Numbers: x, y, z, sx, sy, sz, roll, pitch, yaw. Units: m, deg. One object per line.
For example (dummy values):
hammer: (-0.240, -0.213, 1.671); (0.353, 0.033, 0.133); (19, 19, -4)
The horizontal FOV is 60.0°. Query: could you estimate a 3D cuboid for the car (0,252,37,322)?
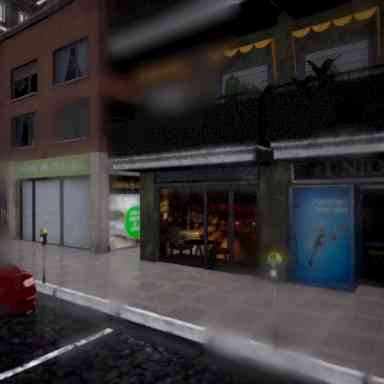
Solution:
car: (-4.475, 1.580, 6.076); (4.206, 1.307, 1.802); (0, 0, 36)
